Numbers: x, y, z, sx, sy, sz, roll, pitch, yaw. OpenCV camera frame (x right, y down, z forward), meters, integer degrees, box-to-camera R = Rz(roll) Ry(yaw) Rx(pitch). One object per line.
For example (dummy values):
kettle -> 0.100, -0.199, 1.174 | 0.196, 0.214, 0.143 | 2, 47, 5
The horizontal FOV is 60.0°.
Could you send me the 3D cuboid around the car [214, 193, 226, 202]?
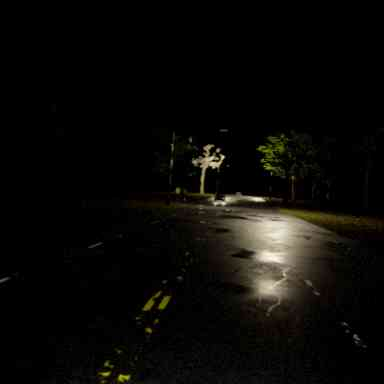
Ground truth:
car -> 5.615, 1.059, 66.557 | 2.097, 1.767, 4.553 | 4, 2, 9
